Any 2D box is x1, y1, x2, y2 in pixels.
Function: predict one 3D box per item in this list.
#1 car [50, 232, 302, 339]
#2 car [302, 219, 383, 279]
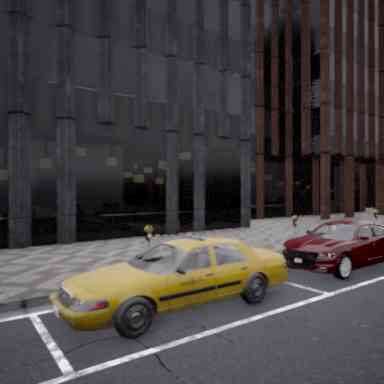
[{"bbox_3d":[-0.138,1.516,6.551,4.829,1.417,1.752,0,0,-36],"label":"car"},{"bbox_3d":[4.589,1.520,9.924,4.507,1.381,1.887,0,0,-36],"label":"car"}]
